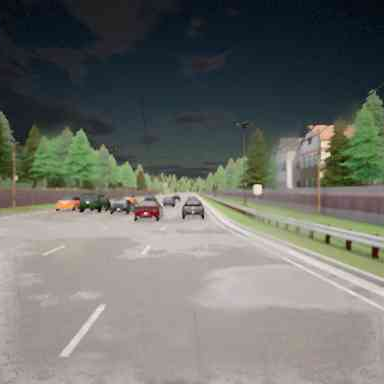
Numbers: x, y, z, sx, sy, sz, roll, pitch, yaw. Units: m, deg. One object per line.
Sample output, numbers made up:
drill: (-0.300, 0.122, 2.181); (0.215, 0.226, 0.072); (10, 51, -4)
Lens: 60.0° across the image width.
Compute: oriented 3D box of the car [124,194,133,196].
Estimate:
car: (-10.402, 1.235, 55.082); (2.097, 1.767, 4.553); (0, 0, 0)

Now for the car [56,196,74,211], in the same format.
car: (-13.901, 1.269, 38.532); (2.097, 1.767, 4.553); (0, 0, 0)

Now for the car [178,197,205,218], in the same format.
car: (0.099, 1.430, 29.146); (2.128, 1.511, 4.902); (0, 0, 0)

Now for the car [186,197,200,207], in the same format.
car: (0.098, 1.442, 49.765); (2.033, 1.411, 5.357); (0, 0, 0)

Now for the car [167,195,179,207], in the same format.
car: (-3.402, 1.442, 49.683); (2.033, 1.411, 5.357); (0, 0, 0)

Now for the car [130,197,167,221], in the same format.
car: (-3.399, 1.421, 26.838); (1.882, 1.535, 5.008); (0, 0, 0)

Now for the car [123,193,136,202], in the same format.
car: (-14.004, 1.197, 74.331); (2.097, 1.767, 4.553); (0, 0, 0)

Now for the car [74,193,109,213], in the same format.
car: (-10.401, 1.144, 35.922); (2.150, 2.045, 5.566); (0, 0, 0)

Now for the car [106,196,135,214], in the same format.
car: (-6.914, 1.454, 33.513); (1.812, 1.442, 4.674); (0, 0, 0)
